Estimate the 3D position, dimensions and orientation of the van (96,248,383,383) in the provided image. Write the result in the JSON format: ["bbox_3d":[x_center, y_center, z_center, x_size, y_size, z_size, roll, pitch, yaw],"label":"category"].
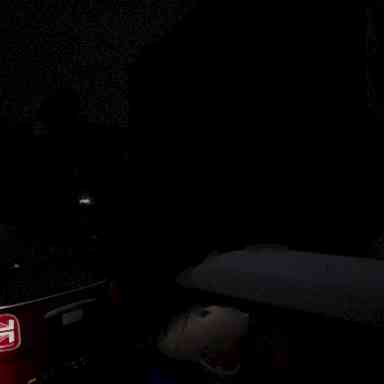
[{"bbox_3d":[1.494,1.341,1.753,3.998,1.788,1.690,0,0,35],"label":"van"}]

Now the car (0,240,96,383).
[{"bbox_3d":[-2.935,1.441,4.908,4.097,1.590,1.967,0,0,35],"label":"car"}]
